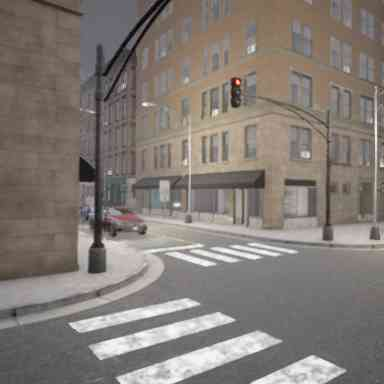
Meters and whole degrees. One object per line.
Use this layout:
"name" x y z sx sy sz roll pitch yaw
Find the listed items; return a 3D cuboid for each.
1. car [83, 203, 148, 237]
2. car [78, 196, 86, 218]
"car" -4.154 1.511 18.201 1.812 1.442 4.674 1 0 -36
"car" -9.775 1.147 26.065 2.150 2.045 5.566 1 0 -35
